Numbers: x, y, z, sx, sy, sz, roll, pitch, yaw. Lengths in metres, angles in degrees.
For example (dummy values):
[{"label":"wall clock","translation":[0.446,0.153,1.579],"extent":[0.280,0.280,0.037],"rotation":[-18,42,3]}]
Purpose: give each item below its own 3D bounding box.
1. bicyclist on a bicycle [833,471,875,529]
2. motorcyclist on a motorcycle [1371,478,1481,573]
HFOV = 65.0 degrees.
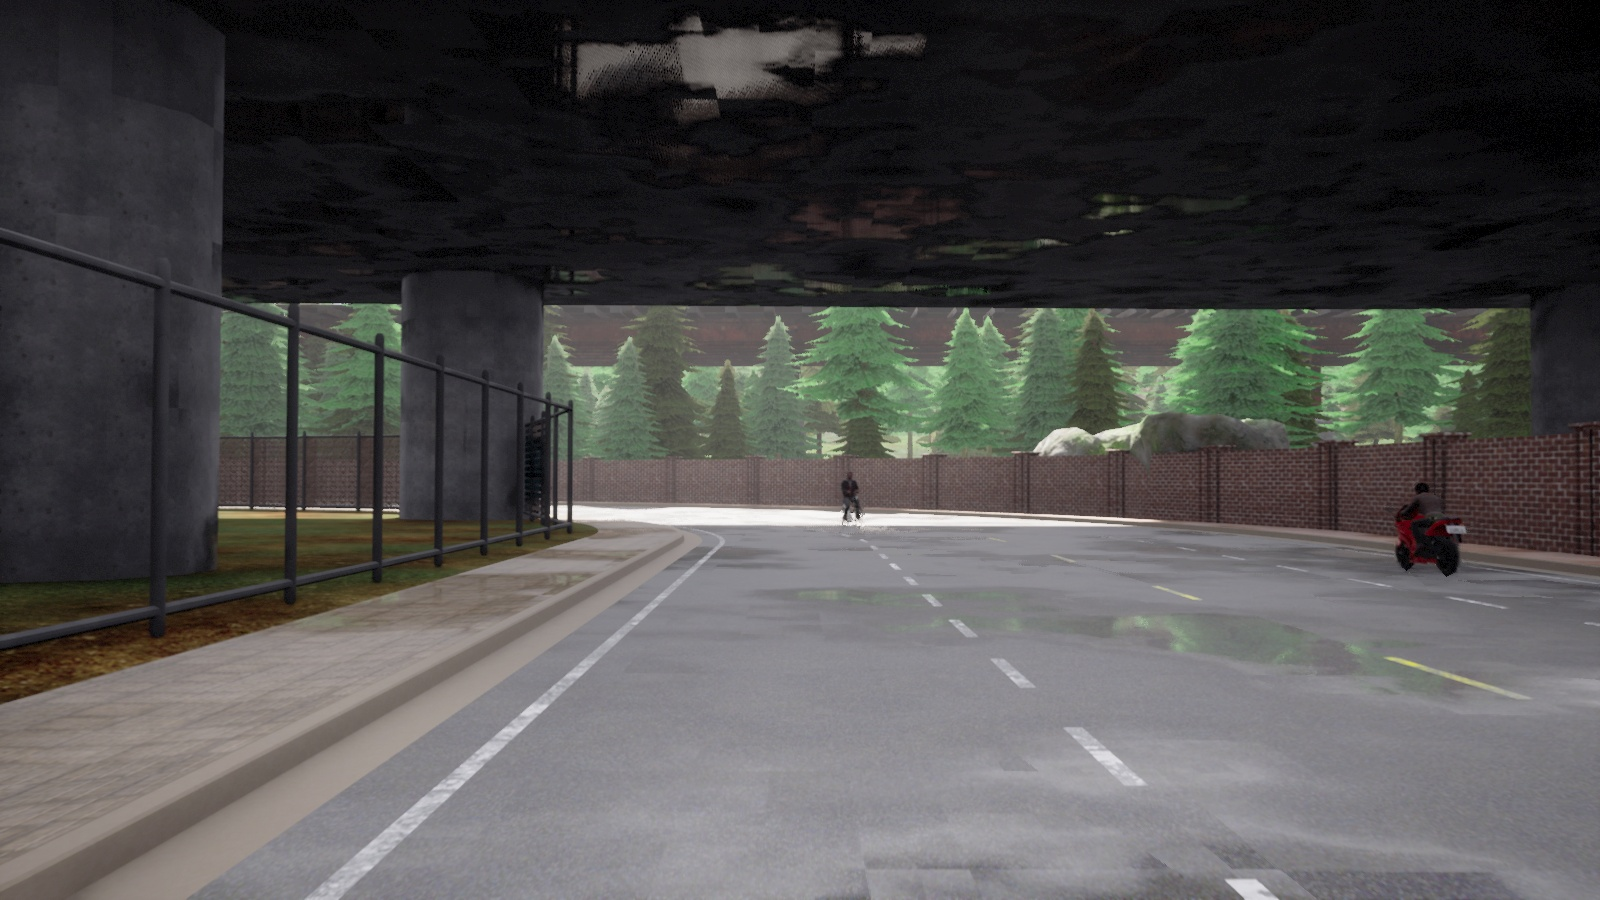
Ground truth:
[{"label":"bicyclist on a bicycle","translation":[1.685,1.549,39.272],"extent":[0.659,1.776,1.843],"rotation":[0,-1,-19]},{"label":"motorcyclist on a motorcycle","translation":[10.445,1.225,21.047],"extent":[0.797,1.523,2.044],"rotation":[0,-1,0]}]
